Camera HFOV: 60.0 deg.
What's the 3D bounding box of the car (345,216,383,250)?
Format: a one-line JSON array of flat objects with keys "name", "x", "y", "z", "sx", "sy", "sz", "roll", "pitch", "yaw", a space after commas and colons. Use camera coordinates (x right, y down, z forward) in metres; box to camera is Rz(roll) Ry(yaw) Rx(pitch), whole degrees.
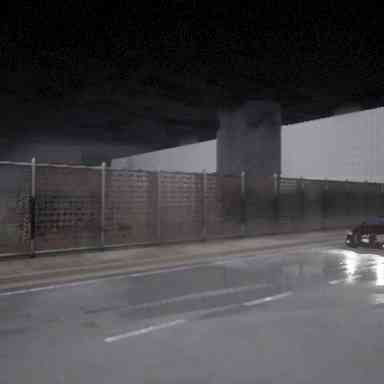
[{"name": "car", "x": 8.492, "y": 1.758, "z": 14.314, "sx": 4.181, "sy": 1.385, "sz": 1.994, "roll": 1, "pitch": -1, "yaw": -35}]
